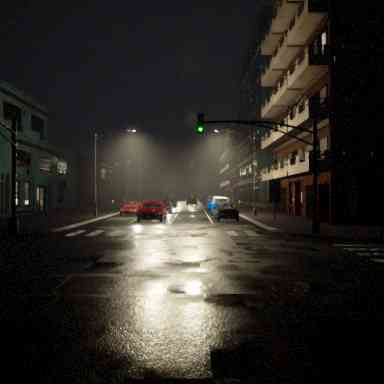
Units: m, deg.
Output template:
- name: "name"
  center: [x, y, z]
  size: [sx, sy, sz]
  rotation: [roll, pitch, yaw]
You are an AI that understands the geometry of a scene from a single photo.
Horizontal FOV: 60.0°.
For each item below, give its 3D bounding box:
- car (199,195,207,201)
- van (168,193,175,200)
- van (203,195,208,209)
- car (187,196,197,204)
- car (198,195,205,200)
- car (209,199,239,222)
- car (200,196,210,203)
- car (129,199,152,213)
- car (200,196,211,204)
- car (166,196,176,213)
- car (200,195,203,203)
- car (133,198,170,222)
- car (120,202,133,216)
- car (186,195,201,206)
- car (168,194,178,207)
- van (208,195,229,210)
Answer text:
- name: "car"
  center: [2.670, 1.486, 82.094]
  size: [1.887, 1.381, 4.507]
  rotation: [1, 0, 0]
- name: "van"
  center: [-5.711, 1.265, 93.210]
  size: [1.690, 1.788, 3.998]
  rotation: [1, 0, 0]
- name: "van"
  center: [2.688, 1.328, 43.028]
  size: [1.690, 1.788, 3.998]
  rotation: [1, 0, 0]
- name: "car"
  center: [-0.027, 1.512, 66.193]
  size: [2.033, 1.411, 5.357]
  rotation: [0, 0, 0]
- name: "car"
  center: [2.666, 1.474, 93.255]
  size: [2.008, 1.369, 4.403]
  rotation: [1, 0, 0]
- name: "car"
  center: [2.692, 1.547, 26.286]
  size: [2.008, 1.369, 4.403]
  rotation: [1, 0, 0]
- name: "car"
  center: [2.674, 1.524, 70.932]
  size: [1.947, 1.339, 4.313]
  rotation: [1, 0, 0]
- name: "car"
  center: [-5.693, 1.535, 37.408]
  size: [1.887, 1.381, 4.507]
  rotation: [1, 0, 0]
- name: "car"
  center: [2.676, 1.532, 65.351]
  size: [1.947, 1.339, 4.313]
  rotation: [1, 0, 0]
- name: "car"
  center: [-3.101, 1.496, 36.381]
  size: [1.837, 1.490, 4.892]
  rotation: [0, 0, 0]
- name: "car"
  center: [2.681, 1.503, 54.359]
  size: [1.752, 1.417, 4.829]
  rotation: [1, 0, 0]
- name: "car"
  center: [-3.098, 1.474, 26.338]
  size: [1.882, 1.535, 5.008]
  rotation: [0, 0, 0]
- name: "car"
  center: [-5.692, 1.575, 31.827]
  size: [1.802, 1.307, 4.206]
  rotation: [1, 0, 0]
- name: "car"
  center: [-0.022, 1.524, 55.770]
  size: [2.033, 1.411, 5.357]
  rotation: [0, 0, 0]
- name: "car"
  center: [-3.103, 1.474, 47.769]
  size: [2.128, 1.511, 4.902]
  rotation: [0, 0, 0]
- name: "van"
  center: [2.692, 1.334, 31.866]
  size: [1.690, 1.788, 3.998]
  rotation: [1, 0, 0]
